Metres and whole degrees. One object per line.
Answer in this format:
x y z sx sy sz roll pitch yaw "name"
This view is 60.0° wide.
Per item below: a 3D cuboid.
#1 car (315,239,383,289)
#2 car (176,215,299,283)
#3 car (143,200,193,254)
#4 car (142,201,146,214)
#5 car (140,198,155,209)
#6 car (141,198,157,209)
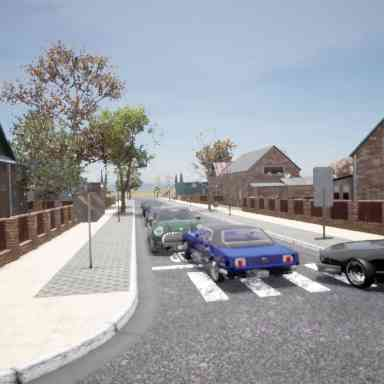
5.558 1.433 7.069 5.357 1.411 2.033 -1 0 41 "car"
1.058 1.600 9.822 1.895 1.301 4.718 -1 1 -15 "car"
-0.763 1.397 14.003 2.097 1.767 4.553 -2 0 -11 "car"
-2.354 1.621 23.935 1.994 1.385 4.181 -2 0 -10 "car"
-6.736 1.656 49.612 2.033 1.411 5.357 -2 0 -10 "car"
-4.141 1.556 34.203 1.882 1.535 5.008 -2 0 -10 "car"
